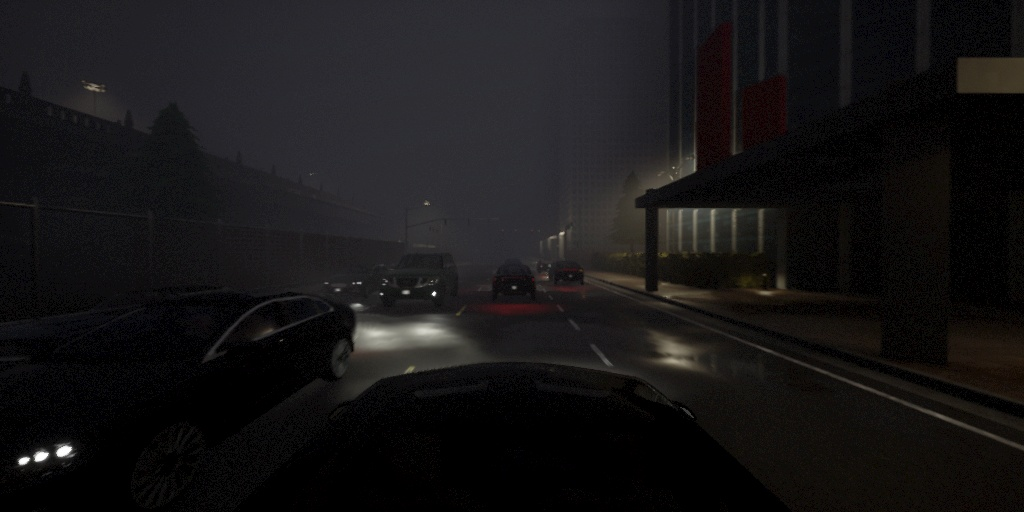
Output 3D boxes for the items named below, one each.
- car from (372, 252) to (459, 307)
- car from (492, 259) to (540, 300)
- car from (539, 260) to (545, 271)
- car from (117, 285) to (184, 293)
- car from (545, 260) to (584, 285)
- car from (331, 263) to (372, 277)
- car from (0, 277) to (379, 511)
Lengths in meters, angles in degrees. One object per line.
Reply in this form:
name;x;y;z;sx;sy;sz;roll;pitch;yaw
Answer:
car;-3.593;0.853;14.979;2.150;2.045;5.566;0;1;0
car;0.085;1.088;16.842;1.882;1.535;5.008;0;1;0
car;3.524;1.019;37.181;1.895;1.301;4.718;0;1;0
car;-7.101;1.307;7.209;1.895;1.301;4.718;0;1;0
car;3.545;1.018;24.053;1.882;1.535;5.008;0;1;0
car;-7.084;1.107;17.051;2.128;1.511;4.902;0;1;0
car;-3.602;1.222;4.304;2.128;1.511;4.902;0;0;0
